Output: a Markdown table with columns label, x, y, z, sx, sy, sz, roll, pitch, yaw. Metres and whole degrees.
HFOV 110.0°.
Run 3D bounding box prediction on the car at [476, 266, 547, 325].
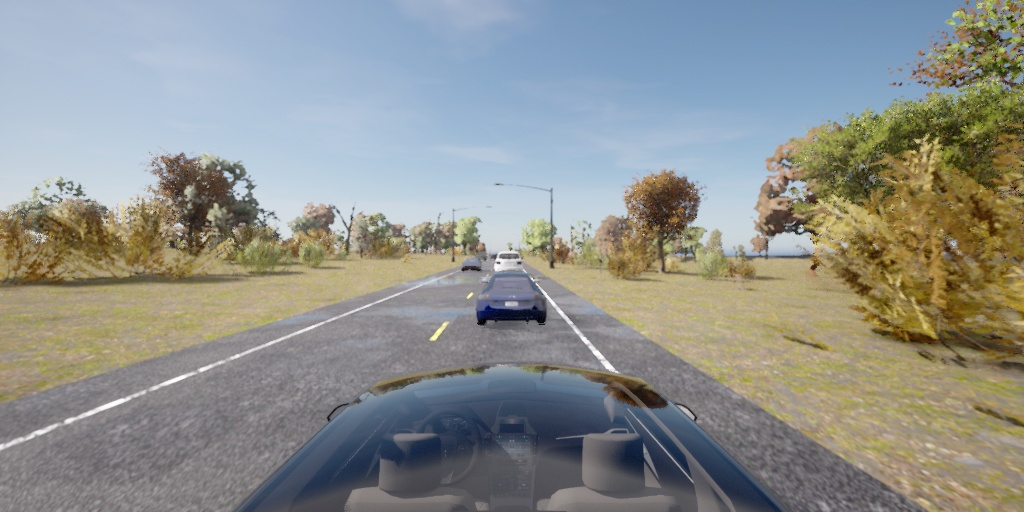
| label | x | y | z | sx | sy | sz | roll | pitch | yaw |
| --- | --- | --- | --- | --- | --- | --- | --- | --- | --- |
| car | -0.032 | 1.202 | 11.409 | 1.994 | 1.385 | 4.181 | 0 | 1 | -1 |

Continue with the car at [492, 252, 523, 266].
| label | x | y | z | sx | sy | sz | roll | pitch | yaw |
| --- | --- | --- | --- | --- | --- | --- | --- | --- | --- |
| car | -0.250 | 0.653 | 29.556 | 2.150 | 2.045 | 5.566 | 0 | 1 | -1 |

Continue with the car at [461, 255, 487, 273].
| label | x | y | z | sx | sy | sz | roll | pitch | yaw |
| --- | --- | --- | --- | --- | --- | --- | --- | --- | --- |
| car | -4.031 | 0.901 | 36.614 | 2.033 | 1.411 | 5.357 | 0 | 1 | -1 |
